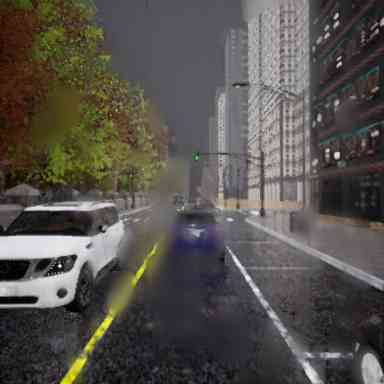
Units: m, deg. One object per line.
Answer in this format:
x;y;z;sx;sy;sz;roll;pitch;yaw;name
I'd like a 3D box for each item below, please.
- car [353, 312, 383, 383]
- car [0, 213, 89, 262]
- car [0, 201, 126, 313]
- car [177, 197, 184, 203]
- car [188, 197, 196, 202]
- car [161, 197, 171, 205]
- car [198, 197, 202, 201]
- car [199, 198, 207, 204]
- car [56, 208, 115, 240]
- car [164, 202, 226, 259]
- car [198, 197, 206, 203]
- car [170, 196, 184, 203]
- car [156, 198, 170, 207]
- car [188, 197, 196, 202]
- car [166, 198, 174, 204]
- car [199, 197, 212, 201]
2.692;1.567;2.140;2.008;1.369;4.403;0;0;0;car
-5.763;1.650;13.215;2.008;1.369;4.403;0;0;0;car
-3.096;1.282;8.163;2.150;2.045;5.566;0;0;0;car
-2.980;2.177;87.055;1.812;1.442;4.674;0;-1;0;car
0.022;2.192;93.956;1.994;1.385;4.181;0;-1;0;car
-5.671;2.024;73.570;1.967;1.590;4.097;0;0;0;car
2.706;2.054;62.302;1.947;1.339;4.313;0;0;0;car
2.712;2.226;84.832;1.887;1.381;4.507;0;-1;0;car
-5.813;1.685;18.755;1.887;1.381;4.507;0;0;0;car
0.102;1.449;13.093;2.097;1.767;4.553;0;0;0;car
2.713;2.172;90.464;1.967;1.590;4.097;0;-1;0;car
-2.984;1.791;71.417;2.150;2.045;5.566;0;0;0;car
-5.674;2.070;62.304;1.802;1.307;4.206;0;0;0;car
0.019;2.019;83.858;2.097;1.767;4.553;0;-1;0;car
-5.668;2.206;84.664;1.752;1.417;4.829;0;-1;0;car
2.705;2.007;56.670;1.947;1.339;4.313;0;0;0;car
